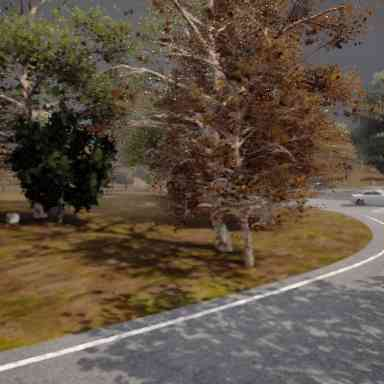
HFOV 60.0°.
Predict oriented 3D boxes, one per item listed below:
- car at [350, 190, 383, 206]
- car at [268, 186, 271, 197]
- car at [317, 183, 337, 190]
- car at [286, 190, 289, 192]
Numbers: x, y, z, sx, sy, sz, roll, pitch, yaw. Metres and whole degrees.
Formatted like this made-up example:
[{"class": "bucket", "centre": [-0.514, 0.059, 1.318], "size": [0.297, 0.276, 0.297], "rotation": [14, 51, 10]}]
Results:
[{"class": "car", "centre": [17.085, 0.536, 30.531], "size": [1.812, 1.442, 4.674], "rotation": [-5, 3, -44]}, {"class": "car", "centre": [10.817, -0.029, 46.476], "size": [2.150, 2.045, 5.566], "rotation": [-3, 2, 5]}, {"class": "car", "centre": [24.954, -1.073, 62.034], "size": [4.181, 1.385, 1.994], "rotation": [-4, 2, -23]}, {"class": "car", "centre": [14.006, 0.093, 47.569], "size": [2.033, 1.411, 5.357], "rotation": [-3, 2, 7]}]
